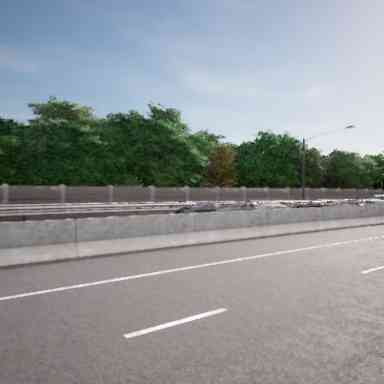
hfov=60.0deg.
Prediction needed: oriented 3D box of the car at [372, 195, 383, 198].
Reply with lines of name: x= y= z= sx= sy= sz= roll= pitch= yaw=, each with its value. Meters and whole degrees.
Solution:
car: x=27.986 y=1.472 z=49.676 sx=5.566 sy=2.045 sz=2.150 roll=0 pitch=0 yaw=-35

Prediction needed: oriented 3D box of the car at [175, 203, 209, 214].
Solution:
car: x=1.021 y=1.675 z=30.515 sx=5.357 sy=1.411 sz=2.033 roll=0 pitch=0 yaw=-35

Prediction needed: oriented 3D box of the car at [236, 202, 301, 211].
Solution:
car: x=5.924 y=1.640 z=25.410 sx=4.674 sy=1.442 sz=1.812 roll=0 pitch=0 yaw=-35

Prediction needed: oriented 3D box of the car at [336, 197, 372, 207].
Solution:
car: x=18.618 y=1.696 z=38.731 sx=4.892 sy=1.490 sz=1.837 roll=1 pitch=-1 yaw=-35

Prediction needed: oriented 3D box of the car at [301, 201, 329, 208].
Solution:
car: x=14.252 y=1.787 z=39.931 sx=4.718 sy=1.301 sz=1.895 roll=0 pitch=0 yaw=-35

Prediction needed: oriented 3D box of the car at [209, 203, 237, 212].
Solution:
car: x=4.149 y=1.630 z=28.443 sx=4.892 sy=1.490 sz=1.837 roll=1 pitch=-1 yaw=-35

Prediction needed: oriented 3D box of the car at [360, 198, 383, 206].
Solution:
car: x=20.414 y=1.706 z=35.717 sx=4.674 sy=1.442 sz=1.812 roll=0 pitch=0 yaw=-35
